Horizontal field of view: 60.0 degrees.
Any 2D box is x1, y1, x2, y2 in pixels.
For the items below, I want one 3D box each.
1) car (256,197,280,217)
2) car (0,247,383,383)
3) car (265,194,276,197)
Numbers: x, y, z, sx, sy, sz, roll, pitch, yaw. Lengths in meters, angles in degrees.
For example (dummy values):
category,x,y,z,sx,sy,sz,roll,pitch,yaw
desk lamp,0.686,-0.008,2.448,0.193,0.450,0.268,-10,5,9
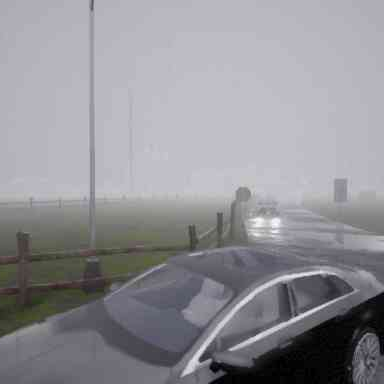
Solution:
category,x,y,z,sx,sy,sz,roll,pitch,yaw
car,6.437,1.353,28.490,1.895,1.301,4.718,1,1,10
car,0.275,1.454,3.499,4.902,1.511,2.128,-1,3,-38
car,12.582,1.076,53.272,2.033,1.411,5.357,1,1,17
